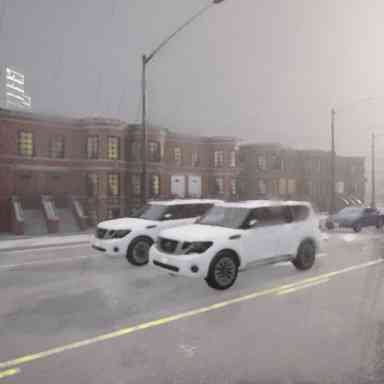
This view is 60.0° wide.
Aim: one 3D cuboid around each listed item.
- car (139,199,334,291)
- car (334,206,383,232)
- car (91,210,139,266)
[{"bbox_3d":[1.529,1.273,9.616,5.566,2.045,2.150,0,0,-37],"label":"car"},{"bbox_3d":[10.222,1.604,20.670,4.674,1.442,1.812,-1,0,-37],"label":"car"},{"bbox_3d":[-0.804,1.296,12.239,5.566,2.045,2.150,0,0,-38],"label":"car"}]
